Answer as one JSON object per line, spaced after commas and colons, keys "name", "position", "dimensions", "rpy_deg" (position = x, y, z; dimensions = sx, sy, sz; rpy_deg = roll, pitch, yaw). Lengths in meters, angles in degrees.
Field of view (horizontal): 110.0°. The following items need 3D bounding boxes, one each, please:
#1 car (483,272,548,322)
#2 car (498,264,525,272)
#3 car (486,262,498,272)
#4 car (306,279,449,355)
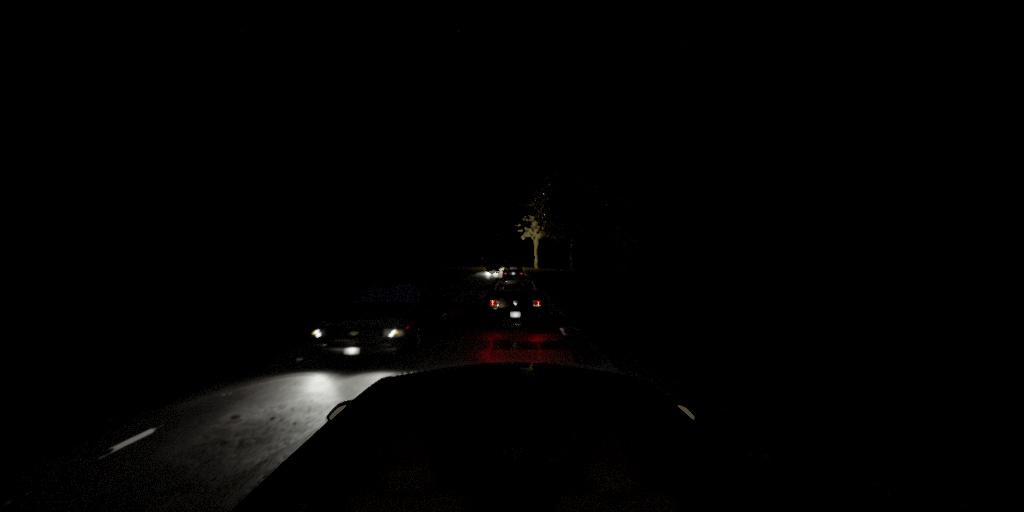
{"name": "car", "position": [0.101, 1.383, 12.413], "dimensions": [1.895, 1.301, 4.718], "rpy_deg": [0, 0, 0]}
{"name": "car", "position": [0.099, 1.452, 30.560], "dimensions": [2.033, 1.411, 5.357], "rpy_deg": [0, 0, 0]}
{"name": "car", "position": [-2.817, 1.586, 52.571], "dimensions": [2.128, 1.511, 4.902], "rpy_deg": [0, -1, 0]}
{"name": "car", "position": [-2.849, 1.315, 9.040], "dimensions": [2.033, 1.411, 5.357], "rpy_deg": [0, 0, 0]}
